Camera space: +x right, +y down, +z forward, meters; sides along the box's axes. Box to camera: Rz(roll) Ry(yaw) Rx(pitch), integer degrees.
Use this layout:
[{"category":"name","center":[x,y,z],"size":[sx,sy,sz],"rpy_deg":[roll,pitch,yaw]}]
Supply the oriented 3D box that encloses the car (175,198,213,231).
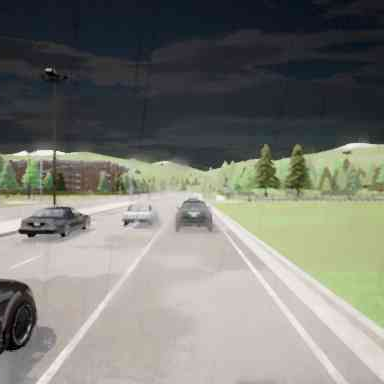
[{"category":"car","center":[0.108,1.267,20.105],"size":[2.097,1.767,4.553],"rpy_deg":[0,0,0]}]

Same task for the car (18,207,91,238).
[{"category":"car","center":[-6.895,1.473,17.293],"size":[2.033,1.411,5.357],"rpy_deg":[0,0,0]}]

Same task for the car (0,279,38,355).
[{"category":"car","center":[-3.394,1.548,3.512],"size":[1.994,1.385,4.181],"rpy_deg":[0,0,0]}]

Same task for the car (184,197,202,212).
[{"category":"car","center":[0.096,1.366,37.306],"size":[1.812,1.442,4.674],"rpy_deg":[0,0,0]}]

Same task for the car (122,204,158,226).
[{"category":"car","center":[-3.392,1.503,22.699],"size":[1.895,1.301,4.718],"rpy_deg":[0,0,0]}]
